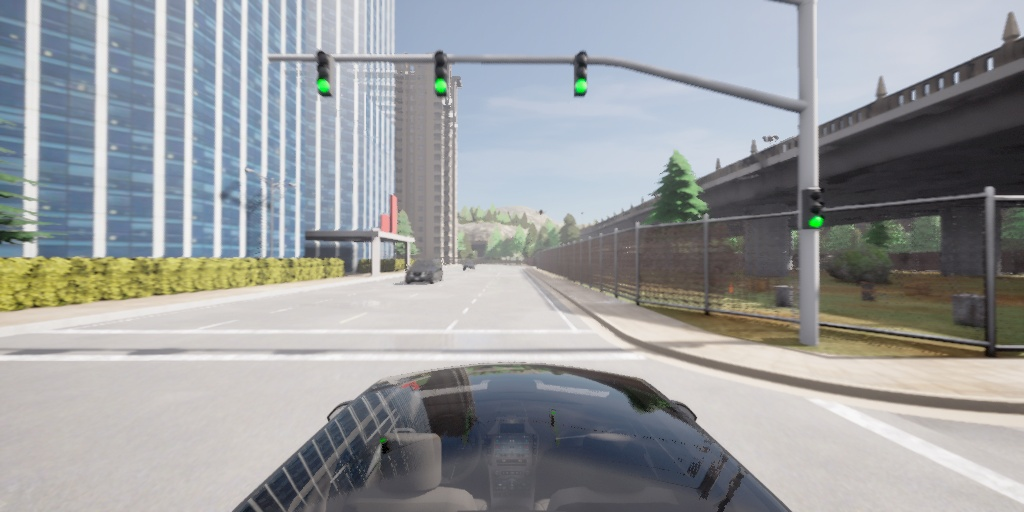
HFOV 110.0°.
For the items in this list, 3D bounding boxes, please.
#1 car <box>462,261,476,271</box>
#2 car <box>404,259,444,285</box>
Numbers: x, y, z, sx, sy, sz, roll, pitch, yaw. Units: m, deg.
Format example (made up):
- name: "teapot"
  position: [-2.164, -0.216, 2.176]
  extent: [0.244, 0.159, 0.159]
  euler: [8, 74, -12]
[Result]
- name: "car"
  position: [-7.042, 1.604, 58.908]
  extent: [1.837, 1.490, 4.892]
  euler: [0, 0, 0]
- name: "car"
  position: [-7.020, 1.294, 29.231]
  extent: [2.150, 2.045, 5.566]
  euler: [0, 1, 0]
